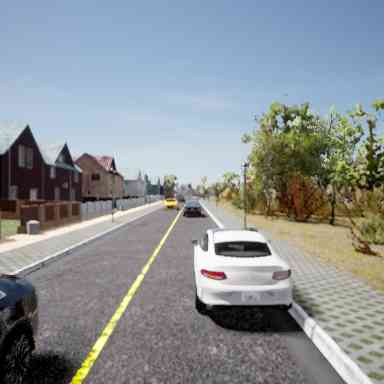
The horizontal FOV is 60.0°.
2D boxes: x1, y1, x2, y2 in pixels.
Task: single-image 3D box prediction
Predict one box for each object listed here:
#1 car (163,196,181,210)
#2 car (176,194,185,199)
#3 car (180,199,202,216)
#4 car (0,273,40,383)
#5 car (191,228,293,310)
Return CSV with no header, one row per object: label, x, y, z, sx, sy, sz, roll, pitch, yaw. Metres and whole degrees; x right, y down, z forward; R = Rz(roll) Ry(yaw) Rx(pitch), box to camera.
car,-2.851,1.675,45.857,1.882,1.535,5.008,0,0,0
car,-2.756,1.546,77.683,2.150,2.045,5.566,0,0,0
car,0.055,1.696,33.942,2.033,1.411,5.357,0,0,0
car,-2.850,1.503,2.303,2.128,1.511,4.902,0,0,0
car,0.961,1.560,7.751,1.812,1.442,4.674,0,0,0
